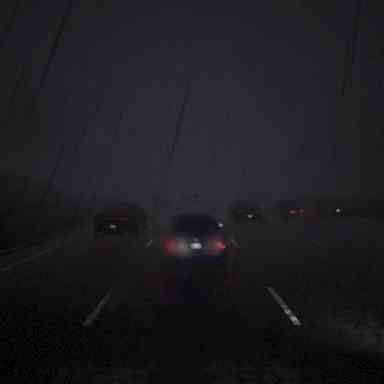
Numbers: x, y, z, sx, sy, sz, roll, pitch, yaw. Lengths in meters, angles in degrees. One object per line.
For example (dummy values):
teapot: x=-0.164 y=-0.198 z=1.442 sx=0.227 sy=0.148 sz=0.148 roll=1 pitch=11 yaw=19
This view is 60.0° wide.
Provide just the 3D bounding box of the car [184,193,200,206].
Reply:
car: x=0.035 y=0.901 z=44.698 sx=2.097 sy=1.767 sz=4.553 roll=0 pitch=1 yaw=0

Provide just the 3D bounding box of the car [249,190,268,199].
car: x=10.498 y=0.688 z=52.871 sx=2.150 sy=2.045 sz=5.566 roll=0 pitch=0 yaw=0

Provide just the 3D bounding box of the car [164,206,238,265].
car: x=0.107 y=1.434 z=11.198 sx=2.033 sy=1.411 sz=5.357 roll=0 pitch=1 yaw=0

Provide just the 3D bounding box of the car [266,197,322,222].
car: x=7.108 y=1.307 z=23.878 sx=2.033 sy=1.411 sz=5.357 roll=0 pitch=1 yaw=0

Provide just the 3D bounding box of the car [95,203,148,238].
car: x=-3.393 y=1.308 z=16.746 sx=1.882 sy=1.535 sz=5.008 roll=0 pitch=1 yaw=0

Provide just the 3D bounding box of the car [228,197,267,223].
car: x=3.611 y=1.294 z=22.941 sx=1.812 sy=1.442 sz=4.674 roll=0 pitch=1 yaw=0

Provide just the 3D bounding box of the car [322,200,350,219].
car: x=10.606 y=1.301 z=26.149 sx=1.994 sy=1.385 sz=4.181 roll=0 pitch=1 yaw=0

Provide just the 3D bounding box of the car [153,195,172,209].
car: x=-3.433 y=1.115 z=38.768 sx=1.837 sy=1.490 sz=4.892 roll=0 pitch=1 yaw=0
